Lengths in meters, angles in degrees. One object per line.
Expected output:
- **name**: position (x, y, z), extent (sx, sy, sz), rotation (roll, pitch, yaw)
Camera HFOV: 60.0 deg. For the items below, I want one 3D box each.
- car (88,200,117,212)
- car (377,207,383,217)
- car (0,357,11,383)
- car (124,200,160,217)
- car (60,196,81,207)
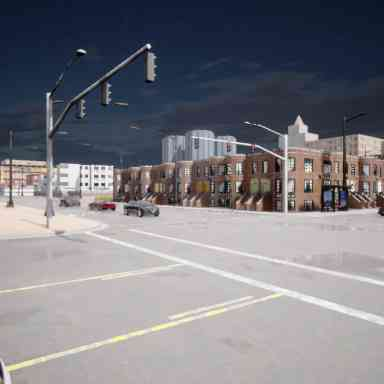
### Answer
- **car**: position (-10.629, 1.601, 39.409), extent (1.895, 1.301, 4.718), rotation (0, 0, -36)
- **car**: position (19.269, 1.548, 30.741), extent (5.357, 1.411, 2.033), rotation (0, 0, -36)
- **car**: position (-3.740, 1.221, 1.100), extent (5.566, 2.045, 2.150), rotation (0, 0, -35)
- **car**: position (-4.815, 1.505, 31.360), extent (1.837, 1.490, 4.892), rotation (0, 0, -36)
- **car**: position (-18.349, 1.351, 50.119), extent (2.097, 1.767, 4.553), rotation (0, 0, -36)
